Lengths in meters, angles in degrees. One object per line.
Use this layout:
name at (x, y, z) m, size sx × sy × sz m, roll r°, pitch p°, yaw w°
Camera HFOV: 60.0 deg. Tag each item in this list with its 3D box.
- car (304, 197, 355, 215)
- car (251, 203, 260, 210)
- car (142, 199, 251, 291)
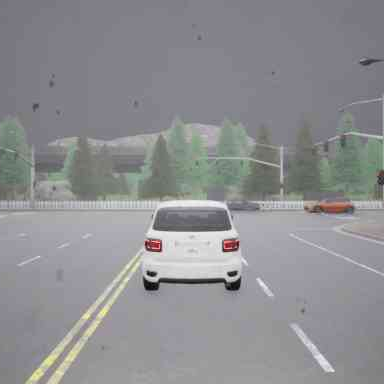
car at (13.432, 1.297, 32.684) m, size 4.553 × 1.767 × 2.097 m, roll 0°, pitch 0°, yaw 0°
car at (4.649, 1.496, 36.138) m, size 5.357 × 1.411 × 2.033 m, roll 0°, pitch 0°, yaw 0°
car at (0.006, 1.221, 9.168) m, size 2.150 × 2.045 × 5.566 m, roll 0°, pitch 0°, yaw 0°
